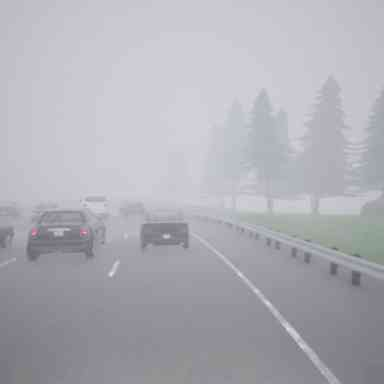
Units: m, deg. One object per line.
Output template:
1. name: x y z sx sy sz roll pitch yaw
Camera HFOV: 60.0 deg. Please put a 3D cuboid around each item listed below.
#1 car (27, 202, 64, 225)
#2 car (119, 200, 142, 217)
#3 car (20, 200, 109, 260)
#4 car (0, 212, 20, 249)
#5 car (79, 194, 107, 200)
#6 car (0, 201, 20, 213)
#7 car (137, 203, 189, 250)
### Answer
1. car: -11.078 1.548 25.580 2.033 1.411 5.357 0 0 -18
2. car: -5.573 1.485 30.839 2.128 1.511 4.902 0 0 -20
3. car: -4.579 1.351 12.750 2.097 1.767 4.553 0 0 -9
4. car: -7.889 1.604 11.461 1.895 1.301 4.718 0 0 -8
5. car: -8.512 1.221 28.844 2.150 2.045 5.566 0 0 -20
6. car: -16.096 1.530 29.107 1.812 1.442 4.674 0 0 -21
7. car: -1.319 1.473 14.559 1.882 1.535 5.008 0 0 -9
